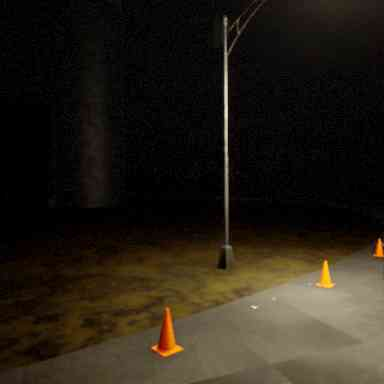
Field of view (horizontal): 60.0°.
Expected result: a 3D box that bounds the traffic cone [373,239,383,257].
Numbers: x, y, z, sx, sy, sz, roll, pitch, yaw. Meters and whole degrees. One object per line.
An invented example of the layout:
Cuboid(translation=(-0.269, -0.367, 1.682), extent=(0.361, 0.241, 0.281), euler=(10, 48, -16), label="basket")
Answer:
Cuboid(translation=(6.461, 1.906, 11.458), extent=(0.340, 0.580, 0.340), euler=(0, 0, 40), label="traffic cone")

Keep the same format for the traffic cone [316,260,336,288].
Cuboid(translation=(3.200, 1.937, 7.964), extent=(0.340, 0.580, 0.340), euler=(0, 0, -44), label="traffic cone")

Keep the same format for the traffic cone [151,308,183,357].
Cuboid(translation=(-0.356, 1.962, 4.771), extent=(0.340, 0.580, 0.340), euler=(0, 0, -39), label="traffic cone")
